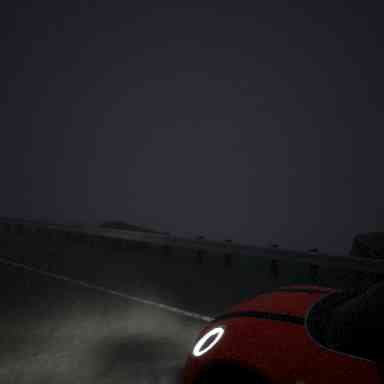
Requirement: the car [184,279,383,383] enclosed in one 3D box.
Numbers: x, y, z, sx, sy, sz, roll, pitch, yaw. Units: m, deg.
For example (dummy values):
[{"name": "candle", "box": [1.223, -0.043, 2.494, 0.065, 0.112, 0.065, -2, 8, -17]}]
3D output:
[{"name": "car", "box": [2.128, 1.357, 2.543, 4.553, 1.767, 2.097, 0, 0, 36]}]
